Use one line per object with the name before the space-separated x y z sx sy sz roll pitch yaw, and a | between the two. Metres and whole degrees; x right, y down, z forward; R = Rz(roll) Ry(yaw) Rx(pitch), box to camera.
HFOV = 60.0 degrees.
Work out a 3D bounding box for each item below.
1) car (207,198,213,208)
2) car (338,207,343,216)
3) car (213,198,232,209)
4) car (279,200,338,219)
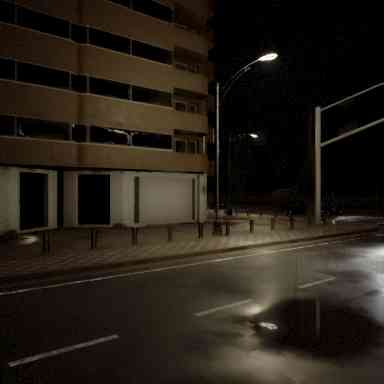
car | -0.095 1.276 44.646 2.150 2.045 5.566 0 0 -36
car | 12.573 1.581 33.115 1.812 1.442 4.674 0 0 -36
car | 3.369 1.560 45.830 1.837 1.490 4.892 0 0 -36
car | 10.243 1.559 30.329 1.837 1.490 4.892 0 0 -36
